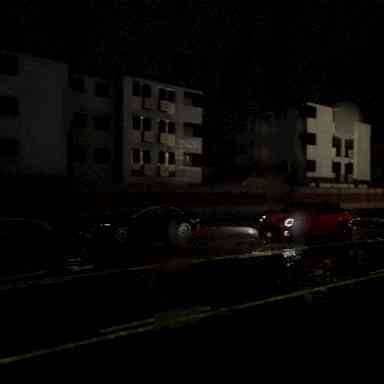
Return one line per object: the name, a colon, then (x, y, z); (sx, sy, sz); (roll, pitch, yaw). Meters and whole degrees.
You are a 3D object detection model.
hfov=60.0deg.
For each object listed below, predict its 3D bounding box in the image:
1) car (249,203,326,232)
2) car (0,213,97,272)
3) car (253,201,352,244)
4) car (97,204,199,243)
car: (5.660, 1.403, 19.575); (4.181, 1.385, 1.994); (0, 1, -30)
car: (-5.349, 1.335, 8.748); (4.902, 1.511, 2.128); (0, 1, -33)
car: (5.202, 1.233, 15.240); (4.553, 1.767, 2.097); (0, 1, -31)
car: (-1.990, 1.300, 14.998); (4.902, 1.511, 2.128); (0, 1, -31)
